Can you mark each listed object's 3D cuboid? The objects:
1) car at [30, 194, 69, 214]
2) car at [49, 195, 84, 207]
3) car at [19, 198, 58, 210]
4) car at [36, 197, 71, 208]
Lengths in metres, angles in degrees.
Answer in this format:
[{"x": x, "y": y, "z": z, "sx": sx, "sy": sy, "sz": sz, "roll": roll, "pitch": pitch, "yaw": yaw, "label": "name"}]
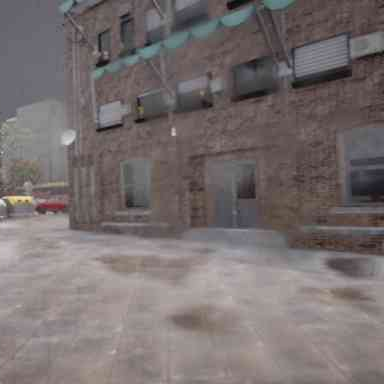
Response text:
[{"x": -13.956, "y": 1.326, "z": 35.244, "sx": 5.566, "sy": 2.045, "sz": 2.435, "roll": -3, "pitch": 1, "yaw": 23, "label": "car"}, {"x": -19.842, "y": 1.412, "z": 52.602, "sx": 4.892, "sy": 1.521, "sz": 2.231, "roll": -3, "pitch": 2, "yaw": 23, "label": "car"}, {"x": -22.010, "y": 1.718, "z": 47.600, "sx": 4.892, "sy": 1.521, "sz": 2.231, "roll": -3, "pitch": 2, "yaw": 23, "label": "car"}, {"x": -20.902, "y": 1.600, "z": 50.158, "sx": 4.674, "sy": 1.452, "sz": 2.002, "roll": -3, "pitch": 2, "yaw": 23, "label": "car"}]
